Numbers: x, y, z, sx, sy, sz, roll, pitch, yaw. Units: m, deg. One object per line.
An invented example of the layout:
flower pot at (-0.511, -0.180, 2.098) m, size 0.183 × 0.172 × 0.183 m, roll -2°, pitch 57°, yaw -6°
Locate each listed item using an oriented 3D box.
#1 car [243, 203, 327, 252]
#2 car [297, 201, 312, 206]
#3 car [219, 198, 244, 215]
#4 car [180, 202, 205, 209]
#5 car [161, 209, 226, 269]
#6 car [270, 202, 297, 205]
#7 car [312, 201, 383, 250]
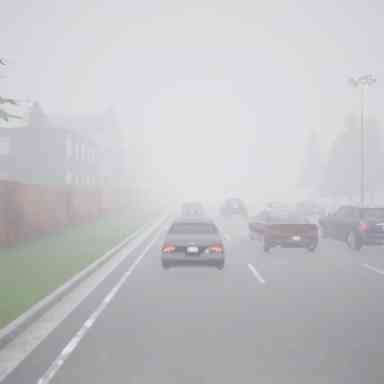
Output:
car at (3.566, 1.440, 13.782) m, size 1.882 × 1.535 × 5.008 m, roll 0°, pitch 0°, yaw 0°
car at (10.579, 1.481, 30.526) m, size 1.994 × 1.385 × 4.181 m, roll 0°, pitch 0°, yaw 0°
car at (3.572, 1.270, 29.461) m, size 2.097 × 1.767 × 4.553 m, roll 0°, pitch 0°, yaw 0°
car at (0.050, 1.476, 26.044) m, size 2.033 × 1.411 × 5.357 m, roll 0°, pitch 0°, yaw 1°
car at (0.047, 1.517, 11.043) m, size 2.033 × 1.411 × 5.357 m, roll 0°, pitch 0°, yaw 1°
car at (7.066, 1.523, 28.333) m, size 1.895 × 1.301 × 4.718 m, roll 0°, pitch 0°, yaw 0°
car at (7.068, 1.313, 14.162) m, size 2.097 × 1.767 × 4.553 m, roll 0°, pitch 0°, yaw 0°
